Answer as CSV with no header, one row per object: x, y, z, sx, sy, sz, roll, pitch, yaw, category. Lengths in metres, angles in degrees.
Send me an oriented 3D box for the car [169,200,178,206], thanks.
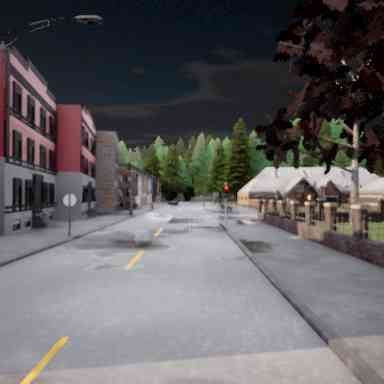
-3.986,2.555,73.320,2.033,1.411,5.357,0,-1,0,car
